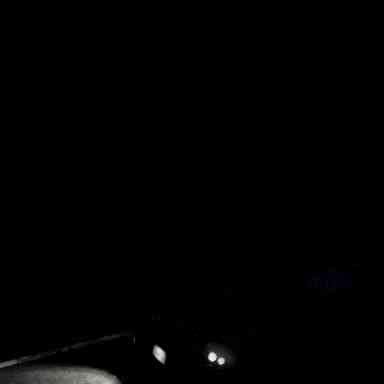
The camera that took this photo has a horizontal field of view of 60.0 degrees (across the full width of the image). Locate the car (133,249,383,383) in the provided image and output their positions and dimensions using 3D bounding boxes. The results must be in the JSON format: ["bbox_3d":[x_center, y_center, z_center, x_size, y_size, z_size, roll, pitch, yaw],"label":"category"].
[{"bbox_3d":[1.317,1.578,4.686,4.181,1.385,1.994,0,0,-33],"label":"car"}]
